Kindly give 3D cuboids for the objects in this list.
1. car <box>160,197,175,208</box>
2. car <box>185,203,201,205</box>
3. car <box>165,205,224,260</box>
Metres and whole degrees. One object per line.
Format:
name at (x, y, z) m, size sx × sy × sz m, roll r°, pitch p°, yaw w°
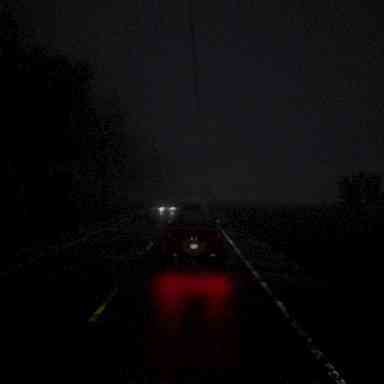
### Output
car at (-3.582, 1.463, 48.655) m, size 1.837 × 1.490 × 4.892 m, roll 0°, pitch 1°, yaw 0°
car at (0.073, 1.546, 26.950) m, size 1.994 × 1.385 × 4.181 m, roll 0°, pitch 0°, yaw 0°
car at (0.075, 1.470, 12.393) m, size 1.882 × 1.535 × 5.008 m, roll 0°, pitch 0°, yaw 0°
